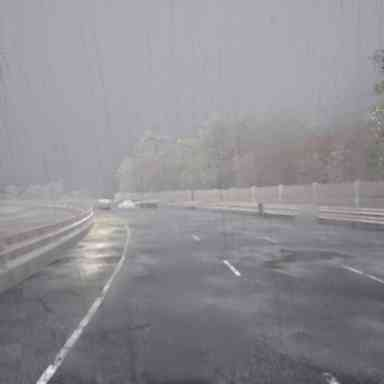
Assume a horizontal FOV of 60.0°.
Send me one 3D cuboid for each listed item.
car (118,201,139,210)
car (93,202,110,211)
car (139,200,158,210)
[{"bbox_3d":[-10.454,2.148,53.084,1.812,1.442,4.674,0,-1,-29],"label":"car"},{"bbox_3d":[-14.479,2.215,53.033,1.994,1.385,4.181,0,-1,-30],"label":"car"},{"bbox_3d":[-7.308,2.092,54.619,1.882,1.535,5.008,0,-1,-29],"label":"car"}]
